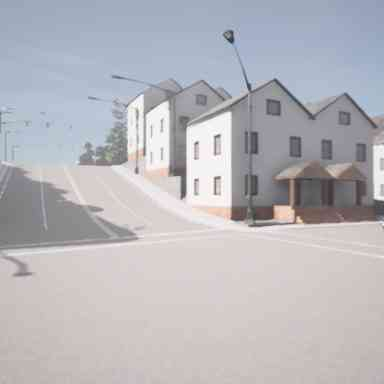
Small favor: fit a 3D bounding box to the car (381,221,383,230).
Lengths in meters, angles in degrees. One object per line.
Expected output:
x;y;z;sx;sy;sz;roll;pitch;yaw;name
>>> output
14.513;1.903;21.672;4.674;1.442;1.812;0;-1;-25;car
